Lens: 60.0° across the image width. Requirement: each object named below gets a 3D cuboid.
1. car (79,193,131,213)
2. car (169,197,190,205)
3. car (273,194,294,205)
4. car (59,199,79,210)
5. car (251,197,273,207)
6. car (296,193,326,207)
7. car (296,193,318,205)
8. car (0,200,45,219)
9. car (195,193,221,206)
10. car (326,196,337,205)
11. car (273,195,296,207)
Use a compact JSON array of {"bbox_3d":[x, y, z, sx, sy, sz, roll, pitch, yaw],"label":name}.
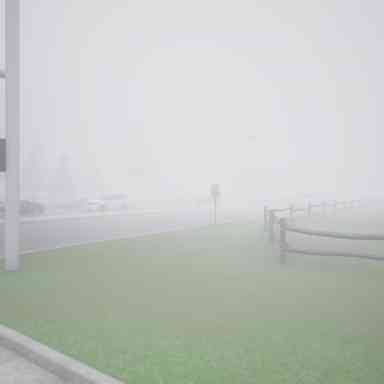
[{"bbox_3d":[-9.448,1.215,37.657,2.150,2.045,5.566,0,1,35],"label":"car"},{"bbox_3d":[-2.246,1.565,60.113,1.994,1.385,4.181,0,0,36],"label":"car"},{"bbox_3d":[16.765,1.352,60.719,2.097,1.767,4.553,0,0,36],"label":"car"},{"bbox_3d":[-14.328,1.547,42.902,2.033,1.411,5.357,0,0,35],"label":"car"},{"bbox_3d":[11.246,1.547,53.001,2.033,1.411,5.357,0,0,36],"label":"car"},{"bbox_3d":[18.072,1.221,50.434,2.150,2.045,5.566,0,0,36],"label":"car"},{"bbox_3d":[20.796,1.221,60.123,2.150,2.045,5.566,0,0,37],"label":"car"},{"bbox_3d":[-15.426,1.492,29.059,2.128,1.511,4.902,0,0,35],"label":"car"},{"bbox_3d":[2.742,1.224,55.065,2.150,2.045,5.566,0,0,36],"label":"car"},{"bbox_3d":[24.387,1.526,59.105,1.812,1.442,4.674,0,0,36],"label":"car"},{"bbox_3d":[14.935,1.352,52.057,2.097,1.767,4.553,0,0,36],"label":"car"}]
